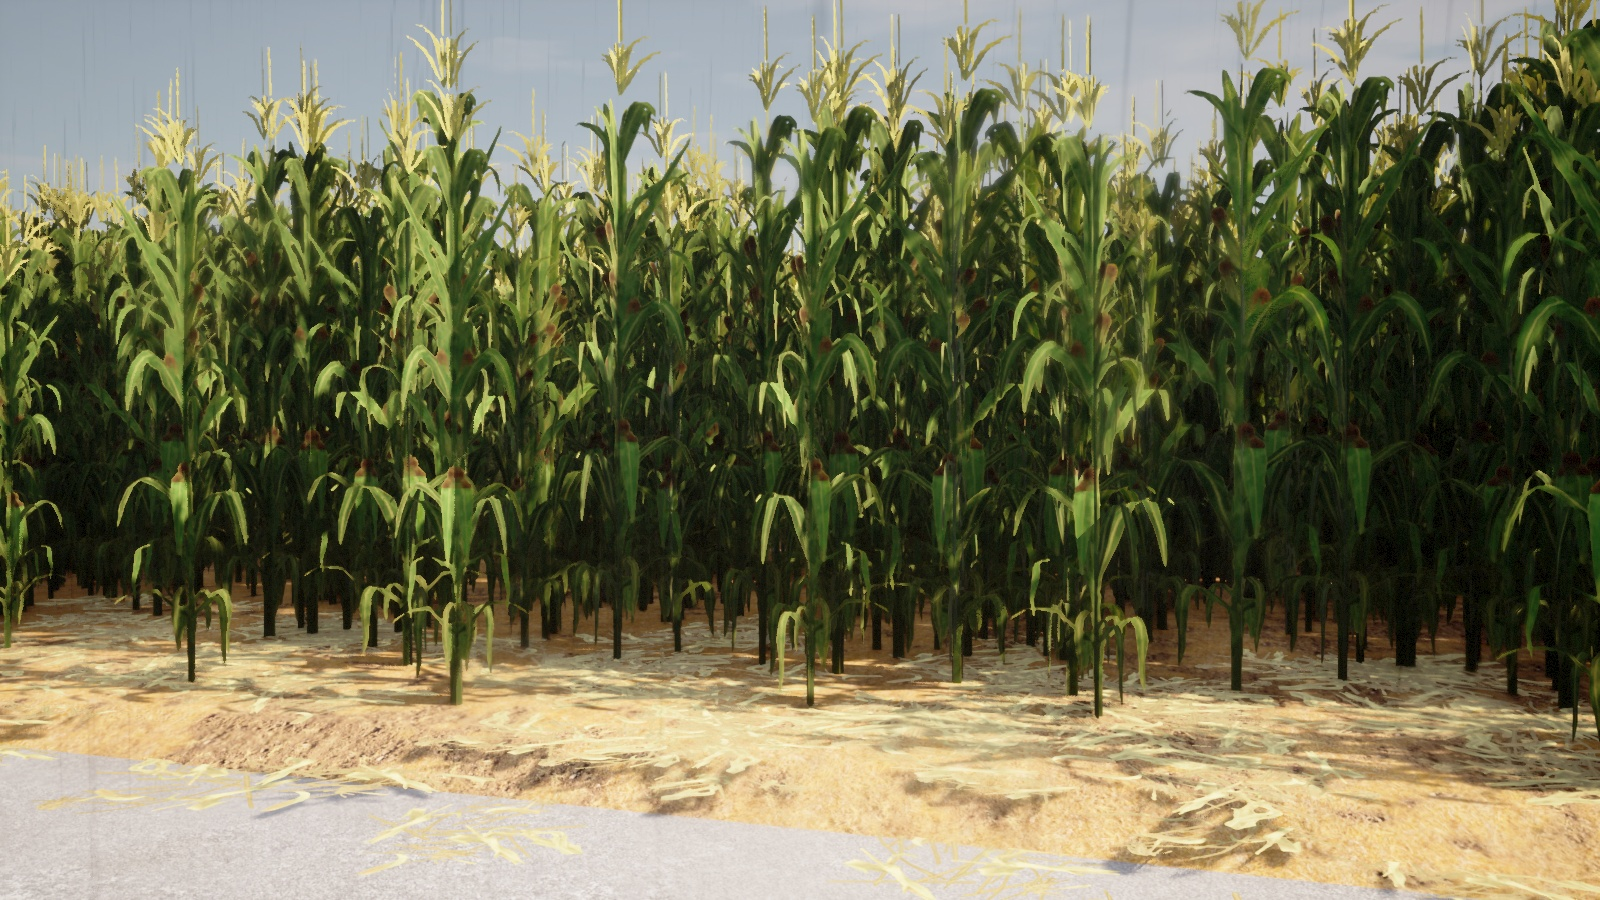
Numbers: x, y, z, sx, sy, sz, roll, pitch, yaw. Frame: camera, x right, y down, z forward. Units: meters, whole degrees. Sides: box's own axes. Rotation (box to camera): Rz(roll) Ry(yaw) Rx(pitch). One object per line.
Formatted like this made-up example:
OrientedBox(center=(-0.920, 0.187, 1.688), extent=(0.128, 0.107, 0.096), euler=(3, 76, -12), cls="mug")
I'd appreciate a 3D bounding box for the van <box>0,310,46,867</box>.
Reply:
OrientedBox(center=(-5.180, 0.481, 4.511), extent=(4.442, 1.987, 1.775), euler=(1, 1, 19), cls="van")
